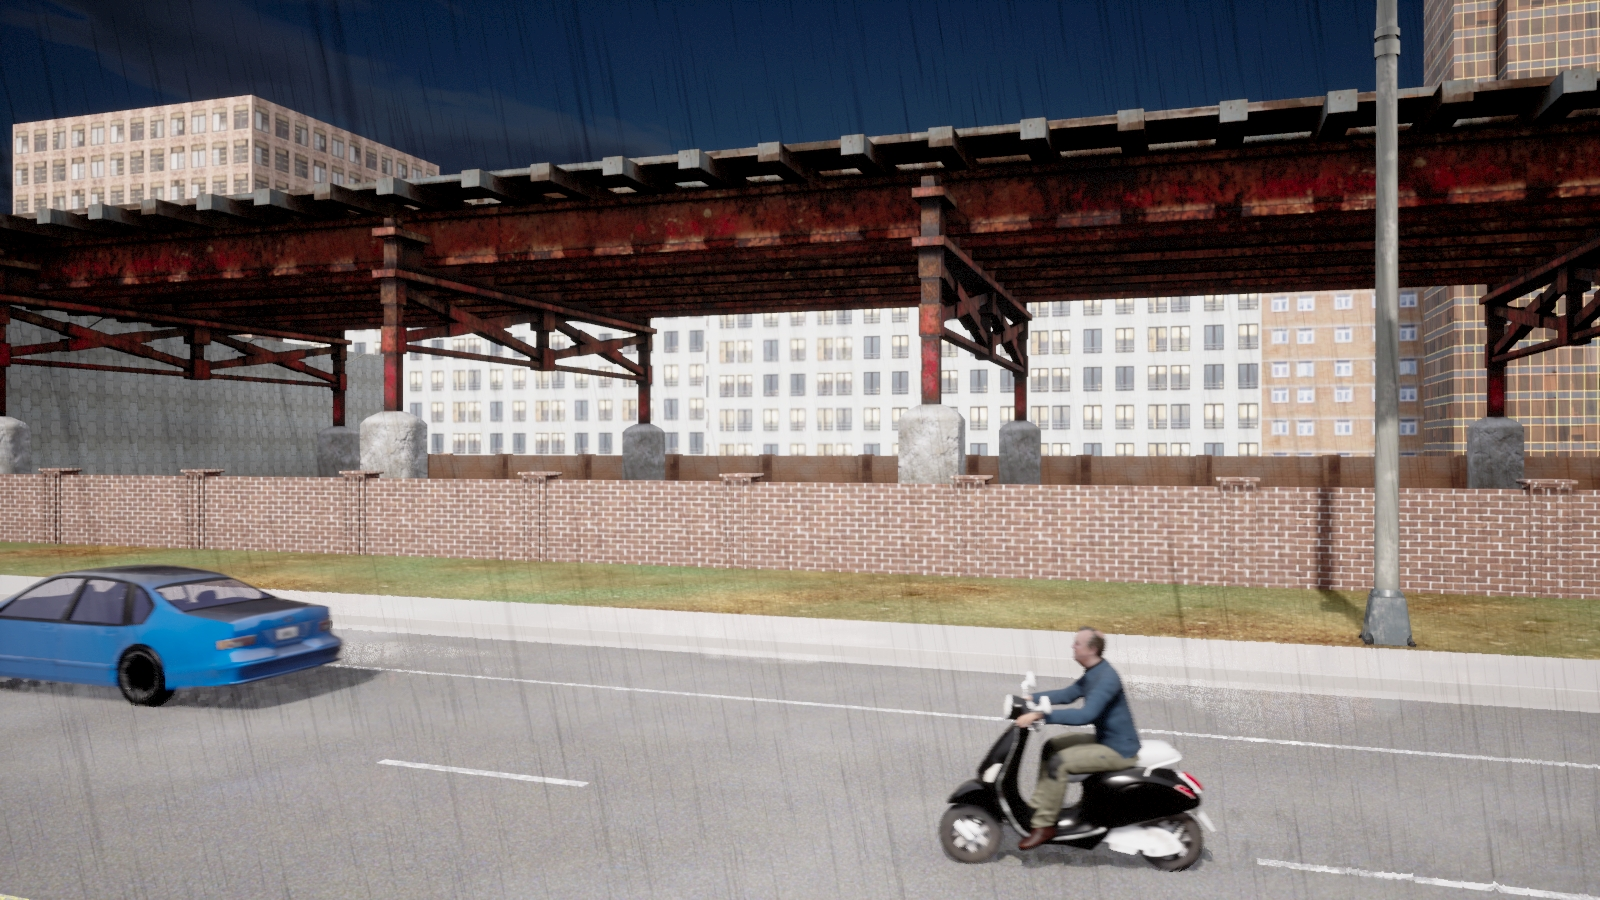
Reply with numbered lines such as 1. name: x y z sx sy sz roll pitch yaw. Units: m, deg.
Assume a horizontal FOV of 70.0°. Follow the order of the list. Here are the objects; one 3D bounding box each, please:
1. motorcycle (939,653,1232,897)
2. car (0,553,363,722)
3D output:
1. motorcycle: 1.851 2.129 7.672 1.805 1.341 0.856 0 0 6
2. car: -8.120 2.106 13.695 5.357 1.411 2.033 0 0 20
